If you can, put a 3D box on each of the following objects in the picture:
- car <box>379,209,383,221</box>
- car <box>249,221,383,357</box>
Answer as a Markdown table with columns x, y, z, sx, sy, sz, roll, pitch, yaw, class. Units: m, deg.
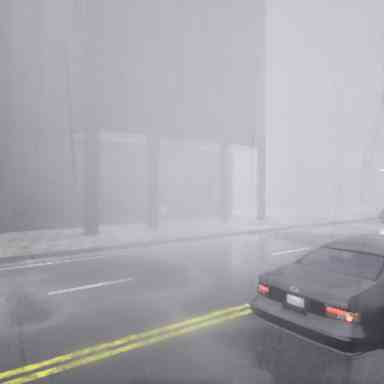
| x | y | z | sx | sy | sz | roll | pitch | yaw | class |
| --- | --- | --- | --- | --- | --- | --- | --- | --- | --- |
| 14.150 | 1.275 | 21.766 | 4.902 | 1.511 | 2.128 | -1 | 0 | -35 | car |
| 3.453 | 1.494 | 5.946 | 5.357 | 1.411 | 2.033 | -1 | 0 | -35 | car |
